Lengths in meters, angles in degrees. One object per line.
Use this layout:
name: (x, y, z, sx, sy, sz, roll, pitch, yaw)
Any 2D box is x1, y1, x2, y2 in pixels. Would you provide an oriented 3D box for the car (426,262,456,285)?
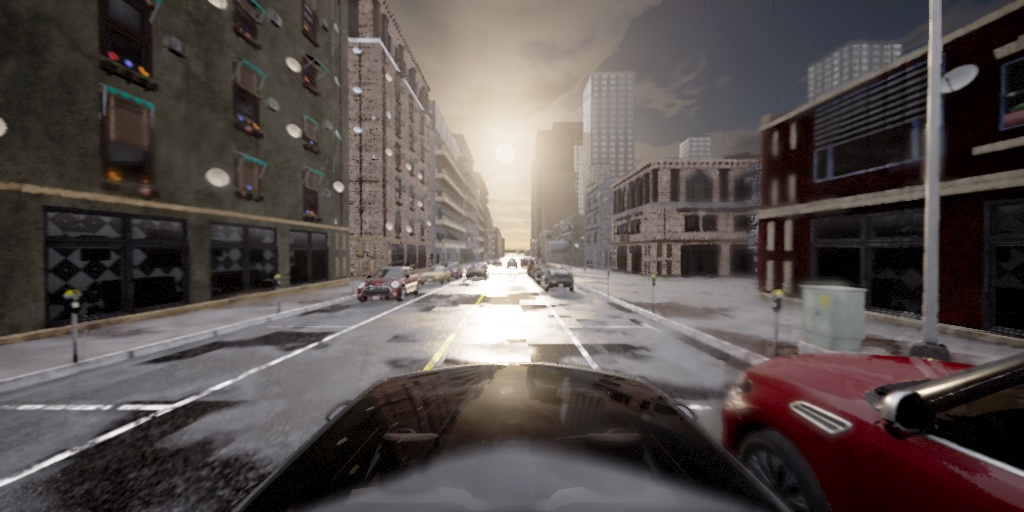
car: (-5.683, 1.350, 27.251, 1.751, 1.417, 4.829, 0, 0, 0)

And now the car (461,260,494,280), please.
car: (-3.085, 1.388, 33.155, 2.033, 1.411, 5.357, 0, 0, 0)

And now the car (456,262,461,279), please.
car: (-5.680, 1.280, 33.001, 1.967, 1.591, 4.097, 0, 0, 0)

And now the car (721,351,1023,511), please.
car: (2.690, 1.062, 0.766, 2.192, 1.841, 5.009, 0, 0, 0)

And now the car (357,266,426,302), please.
car: (-5.686, 1.235, 16.998, 1.967, 1.591, 4.097, 0, 0, 0)

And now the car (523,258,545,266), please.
car: (2.669, 1.170, 38.628, 2.192, 1.841, 5.009, 0, 0, 0)

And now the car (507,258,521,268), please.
car: (0.021, 1.410, 63.505, 2.128, 1.511, 4.902, 0, 0, 0)

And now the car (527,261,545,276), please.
car: (2.667, 1.406, 33.049, 1.948, 1.339, 4.313, 0, 0, 0)

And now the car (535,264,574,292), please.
car: (2.697, 1.369, 21.897, 2.007, 1.370, 4.403, 0, 0, 0)

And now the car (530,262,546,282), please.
car: (2.665, 1.390, 27.469, 1.948, 1.339, 4.313, 0, 0, 0)
